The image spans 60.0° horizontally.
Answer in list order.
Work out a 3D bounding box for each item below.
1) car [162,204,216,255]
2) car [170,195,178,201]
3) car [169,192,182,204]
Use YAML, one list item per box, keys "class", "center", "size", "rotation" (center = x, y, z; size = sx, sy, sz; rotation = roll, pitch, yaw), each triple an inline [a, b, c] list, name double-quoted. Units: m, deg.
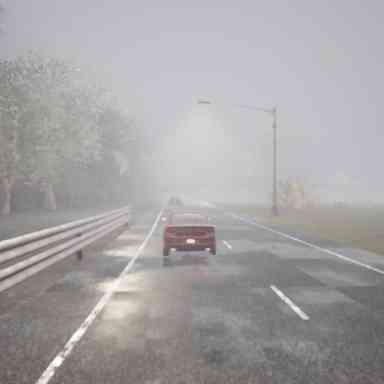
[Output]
- class: "car"
  center: [-0.191, 1.481, 13.470]
  size: [1.882, 1.535, 5.008]
  rotation: [0, 0, -4]
- class: "car"
  center: [-4.909, 1.501, 89.701]
  size: [2.128, 1.511, 4.902]
  rotation: [0, 0, -4]
- class: "car"
  center: [-2.744, 1.352, 54.746]
  size: [2.097, 1.767, 4.553]
  rotation: [0, 0, -4]
